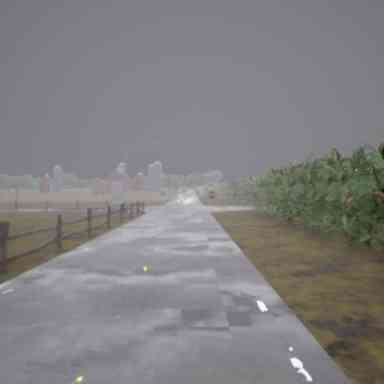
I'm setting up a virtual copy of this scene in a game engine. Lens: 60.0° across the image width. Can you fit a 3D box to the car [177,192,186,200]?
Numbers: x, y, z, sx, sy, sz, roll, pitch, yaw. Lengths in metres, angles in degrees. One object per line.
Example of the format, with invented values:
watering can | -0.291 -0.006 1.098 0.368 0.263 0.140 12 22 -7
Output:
car | -2.750 1.050 87.519 2.150 2.045 5.566 0 0 0
